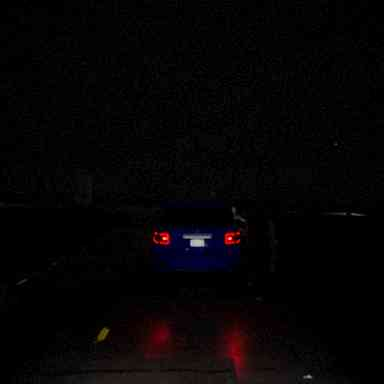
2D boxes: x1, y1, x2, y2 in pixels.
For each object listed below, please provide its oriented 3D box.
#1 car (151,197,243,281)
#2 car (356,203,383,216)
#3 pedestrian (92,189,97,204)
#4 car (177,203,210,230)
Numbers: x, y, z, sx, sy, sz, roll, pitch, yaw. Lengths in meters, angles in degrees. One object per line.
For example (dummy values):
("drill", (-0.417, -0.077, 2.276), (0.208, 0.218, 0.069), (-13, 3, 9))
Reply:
("car", (0.098, 1.147, 9.728), (2.150, 2.045, 5.566), (0, 1, 0))
("car", (21.071, 1.928, 37.812), (4.181, 1.385, 1.994), (2, 3, 0))
("pedestrian", (-12.057, 0.502, 40.950), (0.375, 1.860, 0.375), (0, 1, 0))
("car", (0.058, 1.444, 21.076), (1.895, 1.301, 4.718), (0, 0, -1))
